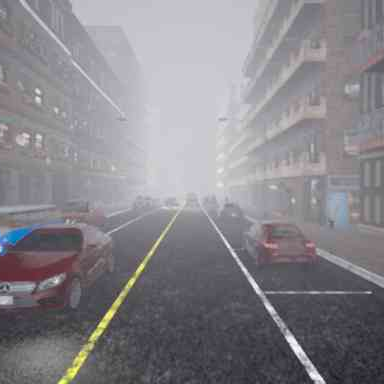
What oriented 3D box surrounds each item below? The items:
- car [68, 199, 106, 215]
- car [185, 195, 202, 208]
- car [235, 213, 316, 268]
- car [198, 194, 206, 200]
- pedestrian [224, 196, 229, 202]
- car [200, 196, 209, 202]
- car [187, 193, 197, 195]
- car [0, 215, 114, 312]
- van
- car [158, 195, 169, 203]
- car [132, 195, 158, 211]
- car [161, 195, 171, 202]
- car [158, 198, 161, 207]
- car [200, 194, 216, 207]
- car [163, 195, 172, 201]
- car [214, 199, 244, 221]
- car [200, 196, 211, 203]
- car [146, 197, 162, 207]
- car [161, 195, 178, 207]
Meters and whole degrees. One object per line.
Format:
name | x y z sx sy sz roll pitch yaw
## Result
car | -5.713 1.289 16.584 2.192 1.841 5.009 -1 0 0
car | 0.063 1.496 47.812 1.994 1.385 4.181 0 0 0
car | 2.681 1.565 10.890 1.802 1.307 4.206 -1 0 0
car | 2.682 1.323 90.183 1.967 1.590 4.097 -1 0 0
pedestrian | 3.002 1.251 29.152 0.375 1.860 0.375 -1 1 -5
car | 2.683 1.484 73.192 1.802 1.307 4.206 -1 0 0
car | 0.003 1.135 60.666 2.150 2.045 5.566 0 0 0
car | -3.087 1.513 7.785 1.812 1.442 4.674 0 0 0
van | -5.684 1.324 10.921 1.690 1.788 3.998 -1 0 0
car | -5.698 1.434 67.391 1.752 1.417 4.829 -1 0 0
car | -5.701 1.258 39.241 2.192 1.841 5.009 -1 0 0
car | -5.698 1.427 73.055 1.752 1.417 4.829 -1 0 0
car | -5.700 1.375 44.904 1.967 1.590 4.097 -1 0 0
car | 2.679 1.244 50.536 2.192 1.841 5.009 -1 0 0
car | -5.698 1.421 78.719 1.752 1.417 4.829 -1 0 0
car | 3.002 1.487 26.327 1.812 1.442 4.674 0 0 0
car | 2.683 1.474 67.528 1.947 1.339 4.313 -1 0 0
car | -5.698 1.494 50.568 1.947 1.339 4.313 -1 0 0
car | -3.071 1.407 49.357 1.882 1.535 5.008 0 0 0
